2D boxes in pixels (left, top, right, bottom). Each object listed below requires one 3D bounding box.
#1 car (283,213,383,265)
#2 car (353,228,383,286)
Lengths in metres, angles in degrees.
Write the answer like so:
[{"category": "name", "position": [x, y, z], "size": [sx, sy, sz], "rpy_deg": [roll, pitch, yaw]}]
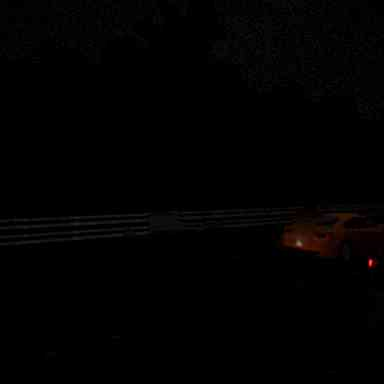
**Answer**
[{"category": "car", "position": [5.392, 1.480, 11.882], "size": [5.008, 1.535, 1.882], "rpy_deg": [0, 0, -35]}, {"category": "car", "position": [6.199, 1.609, 8.175], "size": [4.718, 1.301, 1.895], "rpy_deg": [0, 0, -36]}]
